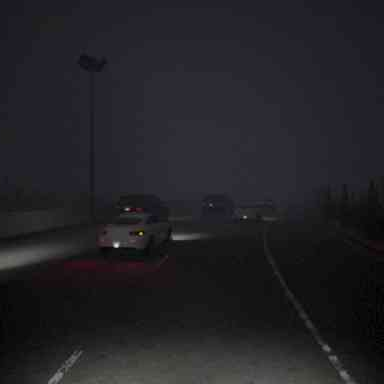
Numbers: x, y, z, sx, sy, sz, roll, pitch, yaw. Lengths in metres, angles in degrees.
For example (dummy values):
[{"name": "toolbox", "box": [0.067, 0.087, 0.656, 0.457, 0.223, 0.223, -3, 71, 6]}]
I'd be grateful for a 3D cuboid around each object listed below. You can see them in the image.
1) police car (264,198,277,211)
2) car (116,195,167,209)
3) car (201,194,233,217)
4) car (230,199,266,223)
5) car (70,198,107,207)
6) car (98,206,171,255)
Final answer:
[{"name": "police car", "box": [9.472, 1.509, 41.600, 2.038, 1.542, 4.974, 0, 0, 18]}, {"name": "car", "box": [-3.418, 1.196, 23.808, 2.150, 2.045, 5.566, 0, 0, 15]}, {"name": "car", "box": [2.472, 1.209, 31.247, 2.150, 2.045, 5.566, 0, 0, 18]}, {"name": "car", "box": [4.376, 1.522, 25.494, 1.812, 1.442, 4.674, 0, 0, 17]}, {"name": "car", "box": [-11.003, 1.437, 35.484, 2.128, 1.511, 4.902, 0, 0, 18]}, {"name": "car", "box": [-2.123, 1.511, 13.251, 1.812, 1.442, 4.674, 0, 0, 9]}]
